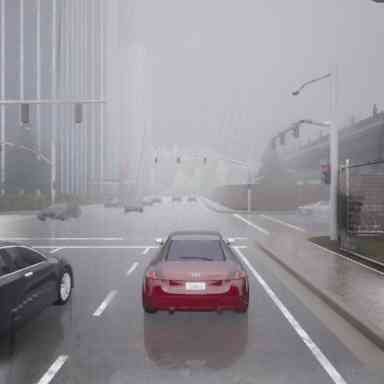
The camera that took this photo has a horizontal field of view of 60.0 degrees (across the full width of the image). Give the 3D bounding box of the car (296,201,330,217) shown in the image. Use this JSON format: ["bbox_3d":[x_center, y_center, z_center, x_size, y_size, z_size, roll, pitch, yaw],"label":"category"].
[{"bbox_3d":[12.375,1.579,31.745,4.674,1.442,1.812,0,0,-3],"label":"car"}]

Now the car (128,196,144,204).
[{"bbox_3d":[-10.533,1.544,62.759,2.033,1.411,5.357,0,0,1],"label":"car"}]

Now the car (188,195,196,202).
[{"bbox_3d":[0.027,1.474,74.784,1.882,1.535,5.008,0,0,0],"label":"car"}]

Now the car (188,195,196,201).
[{"bbox_3d":[0.022,1.473,85.191,1.882,1.535,5.008,0,0,0],"label":"car"}]

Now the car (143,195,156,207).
[{"bbox_3d":[-7.066,1.523,51.082,1.812,1.442,4.674,0,0,0],"label":"car"}]

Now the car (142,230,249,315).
[{"bbox_3d":[0.074,1.564,7.647,1.994,1.385,4.181,0,0,0],"label":"car"}]

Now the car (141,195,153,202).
[{"bbox_3d":[-10.480,1.488,77.209,2.128,1.511,4.902,0,0,0],"label":"car"}]

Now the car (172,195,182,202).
[{"bbox_3d":[-3.481,1.491,74.239,1.837,1.490,4.892,0,0,0],"label":"car"}]

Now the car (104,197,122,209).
[{"bbox_3d":[-10.587,1.502,45.103,1.837,1.490,4.892,0,0,0],"label":"car"}]

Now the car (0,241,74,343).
[{"bbox_3d":[-3.440,1.505,5.192,1.837,1.490,4.892,0,0,0],"label":"car"}]

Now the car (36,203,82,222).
[{"bbox_3d":[-10.594,1.577,27.076,2.033,1.411,5.357,0,0,0],"label":"car"}]

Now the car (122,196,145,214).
[{"bbox_3d":[-6.302,1.530,35.654,1.837,1.490,4.892,-1,0,-11],"label":"car"}]

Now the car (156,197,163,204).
[{"bbox_3d":[-7.002,1.597,66.372,1.895,1.301,4.718,0,0,1],"label":"car"}]

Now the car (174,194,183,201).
[{"bbox_3d":[-3.478,1.381,84.663,2.128,1.511,4.902,0,0,0],"label":"car"}]
